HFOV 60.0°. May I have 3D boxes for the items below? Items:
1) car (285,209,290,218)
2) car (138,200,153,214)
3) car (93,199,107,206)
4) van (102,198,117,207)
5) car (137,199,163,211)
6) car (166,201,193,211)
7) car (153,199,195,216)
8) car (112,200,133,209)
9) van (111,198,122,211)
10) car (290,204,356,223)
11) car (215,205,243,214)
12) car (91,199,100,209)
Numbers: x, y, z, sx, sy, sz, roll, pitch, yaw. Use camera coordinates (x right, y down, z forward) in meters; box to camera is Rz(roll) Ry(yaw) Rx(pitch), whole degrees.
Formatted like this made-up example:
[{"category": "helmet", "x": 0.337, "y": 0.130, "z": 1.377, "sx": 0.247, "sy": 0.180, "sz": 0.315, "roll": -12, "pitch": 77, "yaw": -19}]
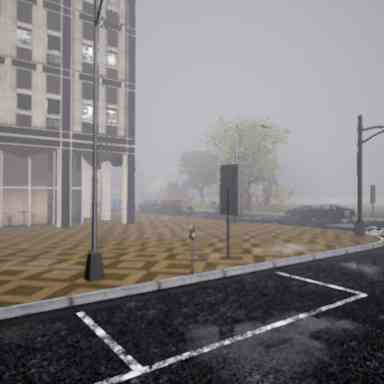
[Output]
[{"category": "car", "x": 11.178, "y": 1.908, "z": 32.795, "sx": 1.802, "sy": 1.307, "sz": 4.206, "roll": 0, "pitch": 0, "yaw": -36}, {"category": "car", "x": -5.015, "y": 2.038, "z": 41.400, "sx": 1.947, "sy": 1.339, "sz": 4.313, "roll": 0, "pitch": 0, "yaw": -36}, {"category": "car", "x": -21.456, "y": 2.429, "z": 77.577, "sx": 1.967, "sy": 1.590, "sz": 4.097, "roll": 0, "pitch": 0, "yaw": -36}, {"category": "van", "x": -18.204, "y": 2.264, "z": 73.092, "sx": 1.690, "sy": 1.788, "sz": 3.998, "roll": 0, "pitch": 0, "yaw": -36}, {"category": "car", "x": -6.767, "y": 1.984, "z": 53.060, "sx": 2.097, "sy": 1.767, "sz": 4.553, "roll": 0, "pitch": -1, "yaw": -36}, {"category": "car", "x": -1.938, "y": 2.141, "z": 50.664, "sx": 2.008, "sy": 1.369, "sz": 4.403, "roll": 0, "pitch": 0, "yaw": -36}, {"category": "car", "x": -1.799, "y": 1.721, "z": 36.884, "sx": 2.192, "sy": 1.841, "sz": 5.009, "roll": 0, "pitch": 0, "yaw": -36}, {"category": "car", "x": -12.838, "y": 2.233, "z": 61.339, "sx": 1.882, "sy": 1.535, "sz": 5.008, "roll": 0, "pitch": -1, "yaw": -36}, {"category": "van", "x": -11.491, "y": 1.947, "z": 50.411, "sx": 1.690, "sy": 1.788, "sz": 3.998, "roll": 0, "pitch": 0, "yaw": -36}, {"category": "car", "x": 11.250, "y": 1.756, "z": 28.122, "sx": 2.128, "sy": 1.511, "sz": 4.902, "roll": 0, "pitch": -1, "yaw": -36}, {"category": "car", "x": 4.642, "y": 2.040, "z": 41.747, "sx": 1.802, "sy": 1.307, "sz": 4.206, "roll": 0, "pitch": 0, "yaw": -36}, {"category": "car", "x": -14.745, "y": 2.254, "z": 54.900, "sx": 1.802, "sy": 1.307, "sz": 4.206, "roll": 0, "pitch": 0, "yaw": -36}]
